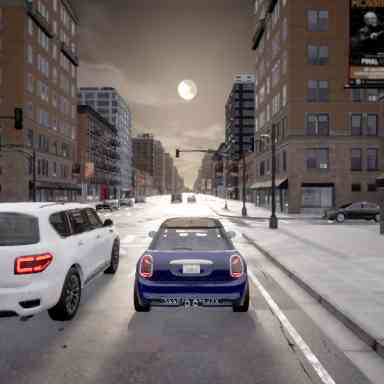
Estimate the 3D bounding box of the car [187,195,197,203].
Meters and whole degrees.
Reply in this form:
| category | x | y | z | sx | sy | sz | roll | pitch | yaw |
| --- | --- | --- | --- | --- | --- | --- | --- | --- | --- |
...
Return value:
| category | x | y | z | sx | sy | sz | roll | pitch | yaw |
| --- | --- | --- | --- | --- | --- | --- | --- | --- | --- |
| car | -0.090 | 1.482 | 69.248 | 2.128 | 1.511 | 4.902 | 0 | 0 | 0 |

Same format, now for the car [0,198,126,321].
| category | x | y | z | sx | sy | sz | roll | pitch | yaw |
| --- | --- | --- | --- | --- | --- | --- | --- | --- | --- |
| car | -3.158 | 1.222 | 7.407 | 2.150 | 2.045 | 5.566 | 0 | 0 | 0 |

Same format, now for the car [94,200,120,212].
| category | x | y | z | sx | sy | sz | roll | pitch | yaw |
| --- | --- | --- | --- | --- | --- | --- | --- | --- | --- |
| car | -9.900 | 1.599 | 39.136 | 1.895 | 1.301 | 4.718 | 0 | 0 | 0 |

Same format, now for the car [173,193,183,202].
| category | x | y | z | sx | sy | sz | roll | pitch | yaw |
| --- | --- | --- | --- | --- | --- | --- | --- | --- | --- |
| car | -3.354 | 1.212 | 80.382 | 2.150 | 2.045 | 5.566 | 0 | 0 | 0 |

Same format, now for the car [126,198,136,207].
| category | x | y | z | sx | sy | sz | roll | pitch | yaw |
| --- | --- | --- | --- | --- | --- | --- | --- | --- | --- |
| car | -9.925 | 1.560 | 49.229 | 1.994 | 1.385 | 4.181 | 0 | 0 | -1 |

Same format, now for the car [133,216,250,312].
| category | x | y | z | sx | sy | sz | roll | pitch | yaw |
| --- | --- | --- | --- | --- | --- | --- | --- | --- | --- |
| car | -0.003 | 1.352 | 7.864 | 2.097 | 1.767 | 4.553 | 0 | 0 | 0 |

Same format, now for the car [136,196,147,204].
| category | x | y | z | sx | sy | sz | roll | pitch | yaw |
| --- | --- | --- | --- | --- | --- | --- | --- | --- | --- |
| car | -9.882 | 1.497 | 63.845 | 1.837 | 1.490 | 4.892 | 0 | 0 | 0 |

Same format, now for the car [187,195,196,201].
| category | x | y | z | sx | sy | sz | roll | pitch | yaw |
| --- | --- | --- | --- | --- | --- | --- | --- | --- | --- |
| car | -0.104 | 1.453 | 79.697 | 1.895 | 1.301 | 4.718 | 0 | 0 | 0 |

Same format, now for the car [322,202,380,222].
| category | x | y | z | sx | sy | sz | roll | pitch | yaw |
| --- | --- | --- | --- | --- | --- | --- | --- | --- | --- |
| car | 12.688 | 1.545 | 25.901 | 4.892 | 1.490 | 1.837 | 0 | 0 | 2 |

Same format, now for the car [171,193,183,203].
| category | x | y | z | sx | sy | sz | roll | pitch | yaw |
| --- | --- | --- | --- | --- | --- | --- | --- | --- | --- |
| car | -3.254 | 1.211 | 69.992 | 2.150 | 2.045 | 5.566 | 0 | 0 | 0 |
